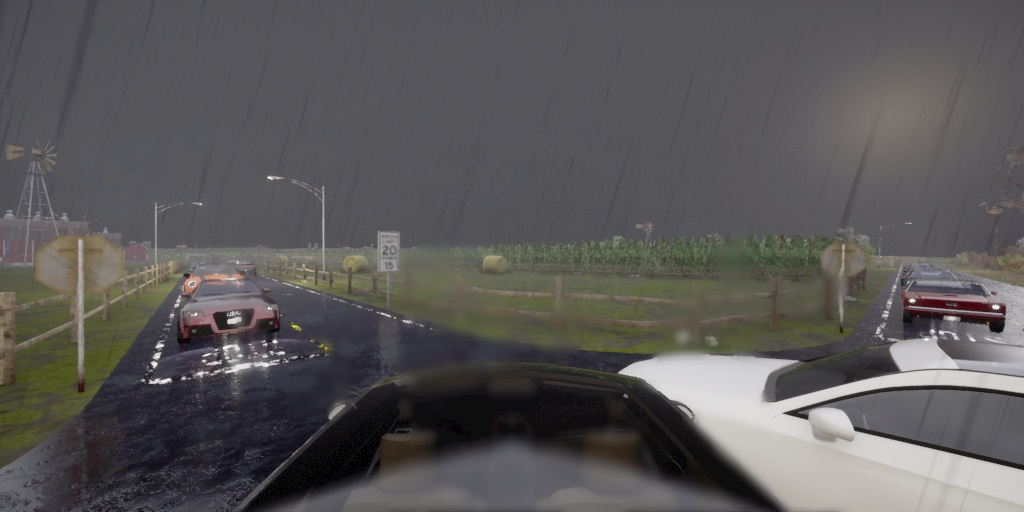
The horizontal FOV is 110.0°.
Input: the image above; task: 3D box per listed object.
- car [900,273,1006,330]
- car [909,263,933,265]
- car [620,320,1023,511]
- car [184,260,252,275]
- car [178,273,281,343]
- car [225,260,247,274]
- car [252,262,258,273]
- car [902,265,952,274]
[{"bbox_3d":[13.600,1.389,11.251,4.718,1.301,1.895,0,1,-43],"label":"car"},{"bbox_3d":[27.528,1.380,23.965,4.181,1.385,1.994,0,1,-42],"label":"car"},{"bbox_3d":[2.853,1.293,2.269,1.812,1.442,4.674,0,1,-43],"label":"car"},{"bbox_3d":[-13.596,1.132,16.463,2.097,1.767,4.553,0,0,-41],"label":"car"},{"bbox_3d":[-7.869,1.351,9.937,1.994,1.385,4.181,0,0,-42],"label":"car"},{"bbox_3d":[-33.381,1.281,43.300,1.837,1.490,4.892,0,0,-41],"label":"car"},{"bbox_3d":[-26.716,1.264,35.792,2.128,1.511,4.902,0,0,-41],"label":"car"},{"bbox_3d":[20.727,1.348,17.761,5.357,1.411,2.033,0,1,-42],"label":"car"}]
